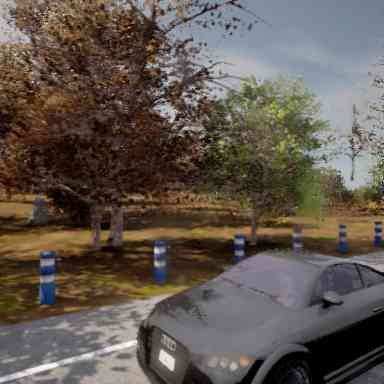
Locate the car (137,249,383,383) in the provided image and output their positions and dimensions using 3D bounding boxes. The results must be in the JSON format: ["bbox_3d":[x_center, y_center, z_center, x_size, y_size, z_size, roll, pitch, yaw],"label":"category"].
[{"bbox_3d":[1.379,1.556,4.591,4.181,1.385,1.994,0,0,-35],"label":"car"}]
